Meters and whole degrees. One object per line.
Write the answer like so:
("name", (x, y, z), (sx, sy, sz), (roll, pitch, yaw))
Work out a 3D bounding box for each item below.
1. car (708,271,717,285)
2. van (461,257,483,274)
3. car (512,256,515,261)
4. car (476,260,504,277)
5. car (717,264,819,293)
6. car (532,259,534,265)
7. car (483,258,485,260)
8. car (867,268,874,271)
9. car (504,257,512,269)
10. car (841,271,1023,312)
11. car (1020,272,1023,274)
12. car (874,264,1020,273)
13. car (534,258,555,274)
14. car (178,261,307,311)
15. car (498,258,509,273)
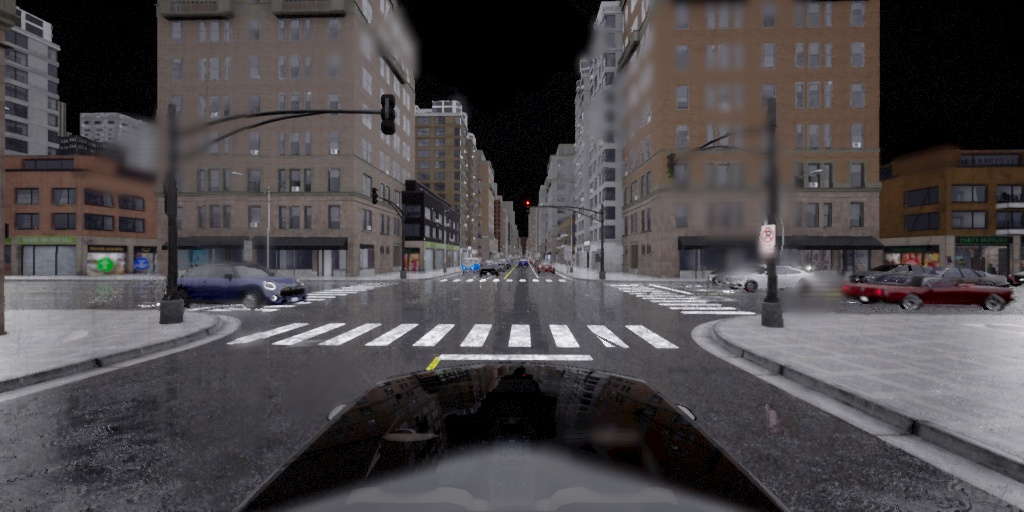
("car", (15.646, 1.253, 23.739), (4.902, 1.511, 2.128), (0, 0, 2))
("van", (-4.707, 1.104, 41.113), (1.690, 1.789, 3.998), (0, 0, 2))
("car", (-1.113, 1.136, 64.498), (2.097, 1.767, 4.553), (0, 0, 3))
("car", (-2.141, 1.360, 35.794), (1.895, 1.301, 4.718), (0, 0, 2))
("car", (14.769, 1.288, 20.511), (4.674, 1.442, 1.812), (0, 0, 3))
("car", (4.002, 1.334, 46.350), (1.948, 1.339, 4.313), (0, 0, 2))
("car", (-4.519, 1.083, 46.633), (2.192, 1.841, 5.009), (0, 0, 2))
("car", (25.063, 1.280, 23.470), (4.892, 1.490, 1.837), (0, 0, 2))
("car", (-1.487, 1.127, 54.515), (2.097, 1.767, 4.553), (0, 0, 2))
("car", (15.816, 1.366, 13.780), (4.718, 1.301, 1.895), (0, 0, 2))
("car", (35.046, 1.356, 23.176), (4.181, 1.385, 1.994), (0, 0, 2))
("car", (24.357, 1.322, 20.238), (5.357, 1.411, 2.033), (0, 0, 2))
("car", (3.815, 1.203, 40.828), (1.967, 1.591, 4.097), (0, 0, 2))
("car", (-10.609, 1.088, 14.093), (4.553, 1.767, 2.097), (0, 0, 7))
("car", (-1.811, 1.331, 44.877), (1.994, 1.385, 4.181), (0, 0, 3))
